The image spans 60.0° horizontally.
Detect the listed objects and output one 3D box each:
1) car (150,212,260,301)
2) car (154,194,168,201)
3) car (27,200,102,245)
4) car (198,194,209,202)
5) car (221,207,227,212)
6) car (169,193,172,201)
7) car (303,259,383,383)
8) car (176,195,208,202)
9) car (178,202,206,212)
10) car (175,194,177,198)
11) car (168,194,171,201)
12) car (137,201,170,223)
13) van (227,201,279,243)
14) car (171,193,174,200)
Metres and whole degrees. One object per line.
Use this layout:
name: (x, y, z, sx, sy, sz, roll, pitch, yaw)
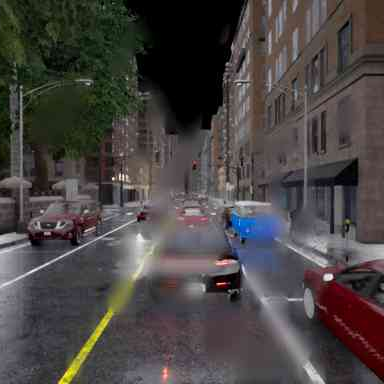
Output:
car: (0.090, 1.490, 8.315, 2.128, 1.511, 4.902, 0, 0, 0)
car: (-5.742, 1.480, 59.097, 1.752, 1.417, 4.829, 0, 0, 0)
car: (-5.689, 1.310, 15.578, 2.192, 1.841, 5.009, 0, 0, 0)
car: (2.762, 1.387, 75.666, 1.967, 1.590, 4.097, 0, 0, 0)
car: (2.830, 1.557, 21.289, 1.947, 1.339, 4.313, 0, 0, 0)
car: (-5.756, 1.493, 70.169, 1.887, 1.381, 4.507, 0, 0, 0)
car: (2.850, 1.544, 4.308, 1.887, 1.381, 4.507, 0, 0, 0)
car: (0.014, 1.338, 27.534, 2.097, 1.767, 4.553, 0, 0, 2)
car: (0.080, 1.519, 18.577, 1.812, 1.442, 4.674, 0, 0, 0)
car: (-5.776, 1.496, 86.521, 2.008, 1.369, 4.403, 0, 0, 0)
car: (-5.749, 1.502, 64.717, 2.008, 1.369, 4.403, 0, 0, 0)
car: (-3.035, 1.588, 25.616, 1.895, 1.301, 4.718, 0, 0, 0)
van: (2.836, 1.336, 15.629, 1.690, 1.788, 3.998, 0, 0, 0)
car: (-5.763, 1.491, 75.619, 1.887, 1.381, 4.507, 0, 0, 0)
